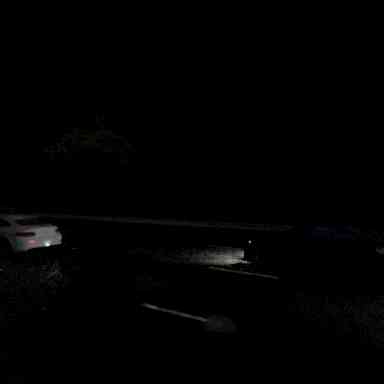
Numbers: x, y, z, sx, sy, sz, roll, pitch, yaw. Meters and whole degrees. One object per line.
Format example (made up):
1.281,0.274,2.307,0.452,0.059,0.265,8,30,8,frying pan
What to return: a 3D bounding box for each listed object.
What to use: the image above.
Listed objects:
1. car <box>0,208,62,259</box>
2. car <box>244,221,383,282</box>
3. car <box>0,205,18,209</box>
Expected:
-6.867,1.532,12.533,4.674,1.442,1.812,0,0,32,car
3.664,1.554,9.834,4.181,1.385,1.994,0,0,35,car
-11.576,1.489,19.392,5.008,1.535,1.882,0,0,30,car
